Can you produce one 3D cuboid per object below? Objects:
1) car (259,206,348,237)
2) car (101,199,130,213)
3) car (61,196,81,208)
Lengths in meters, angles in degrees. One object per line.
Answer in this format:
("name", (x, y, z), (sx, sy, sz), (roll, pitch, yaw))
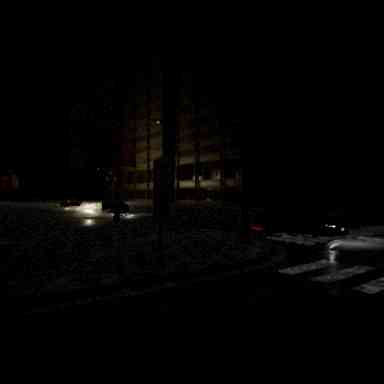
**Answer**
("car", (5.783, 1.522, 17.821), (1.837, 1.490, 4.892), (0, 0, -36))
("car", (-8.843, 1.553, 38.064), (1.882, 1.535, 5.008), (0, 0, -36))
("car", (-18.985, 1.483, 52.100), (2.097, 1.767, 4.553), (0, 0, -36))
